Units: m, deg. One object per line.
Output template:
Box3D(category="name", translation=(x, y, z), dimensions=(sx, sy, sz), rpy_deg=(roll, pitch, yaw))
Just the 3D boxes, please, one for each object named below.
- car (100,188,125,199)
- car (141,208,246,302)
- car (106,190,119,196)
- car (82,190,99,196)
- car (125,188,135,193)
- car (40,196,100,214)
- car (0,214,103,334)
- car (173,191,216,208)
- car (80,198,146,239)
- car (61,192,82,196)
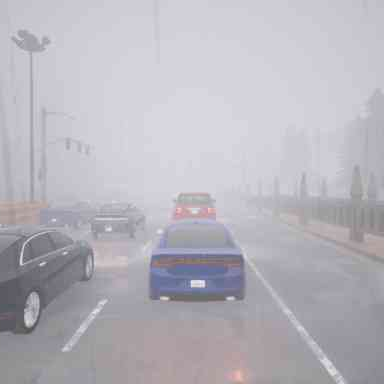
Box3D(category="car", translation=(-13.895, 0.369, 58.341), dimensions=(2.150, 2.045, 5.566), rpy_deg=(0, 1, 0))
Box3D(category="car", translation=(0.102, 1.384, 8.177), dimensions=(1.882, 1.535, 5.008), rpy_deg=(0, 1, 0))
Box3D(category="car", translation=(-20.708, 0.252, 87.081), dimensions=(2.033, 1.411, 5.357), rpy_deg=(0, 1, 0))
Box3D(category="car", translation=(-20.787, 0.379, 66.252), dimensions=(2.097, 1.767, 4.553), rpy_deg=(0, 1, 0))
Box3D(category="car", translation=(-13.778, 0.216, 68.663), dimensions=(2.150, 2.045, 5.566), rpy_deg=(0, 1, 0))
Box3D(category="car", translation=(-6.867, 1.219, 19.047), dimensions=(1.882, 1.535, 5.008), rpy_deg=(0, 1, 0))
Box3D(category="car", translation=(-3.400, 1.435, 6.591), dimensions=(1.837, 1.490, 4.892), rpy_deg=(0, 1, 0))
Box3D(category="car", translation=(0.125, 0.978, 18.047), dimensions=(2.150, 2.045, 5.566), rpy_deg=(0, 1, 0))
Box3D(category="car", translation=(-3.377, 1.280, 15.964), dimensions=(2.128, 1.511, 4.902), rpy_deg=(0, 1, 0))
Box3D(category="car", translation=(-20.898, 0.699, 56.599), dimensions=(1.812, 1.442, 4.674), rpy_deg=(0, 1, 1))
